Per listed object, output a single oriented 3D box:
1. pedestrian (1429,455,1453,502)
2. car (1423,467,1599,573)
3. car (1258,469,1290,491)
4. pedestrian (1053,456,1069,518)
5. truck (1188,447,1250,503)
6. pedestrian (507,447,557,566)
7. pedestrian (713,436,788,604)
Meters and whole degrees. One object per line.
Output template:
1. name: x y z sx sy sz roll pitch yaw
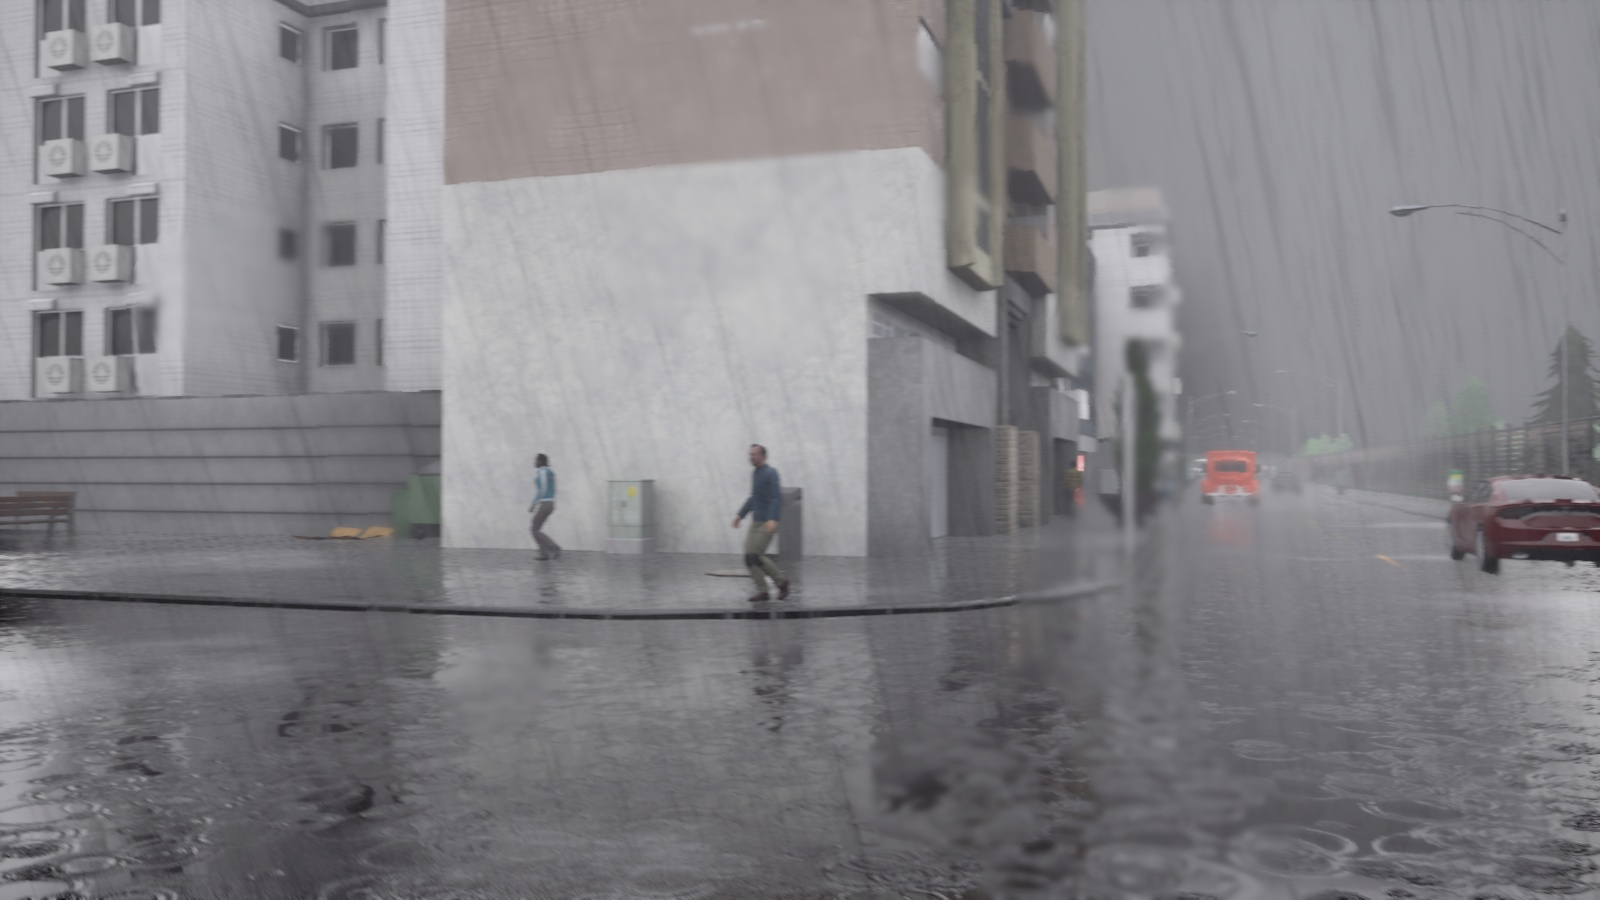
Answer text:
1. pedestrian: 27.229 1.210 53.371 0.659 1.952 0.873 -1 -1 10
2. car: 11.679 1.048 20.644 1.882 1.535 5.008 -1 -1 19
3. car: 32.317 2.024 85.736 1.816 1.474 4.193 -1 -1 18
4. pedestrian: 7.848 1.103 37.757 0.431 1.840 0.709 -1 -1 9
5. truck: 19.640 1.173 59.025 2.627 2.467 5.204 -1 -1 18
6. pedestrian: -4.380 0.918 20.547 0.692 1.930 0.396 -1 -1 12
7. pedestrian: -0.555 0.767 14.080 0.726 1.842 0.402 0 -1 -35
